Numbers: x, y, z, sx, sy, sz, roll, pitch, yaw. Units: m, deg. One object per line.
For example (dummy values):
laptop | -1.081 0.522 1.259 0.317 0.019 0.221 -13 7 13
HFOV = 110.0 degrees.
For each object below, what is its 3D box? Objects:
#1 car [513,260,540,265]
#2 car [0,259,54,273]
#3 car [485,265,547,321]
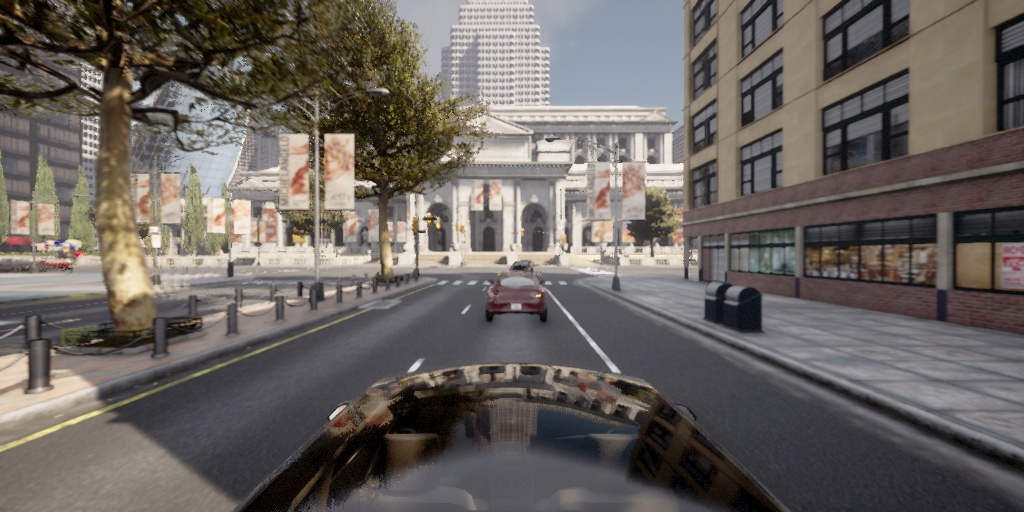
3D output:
car | 1.075 1.071 28.691 1.837 1.490 4.892 -1 1 12
car | -51.916 1.039 37.325 5.357 1.411 2.033 0 0 0
car | 0.158 1.205 12.034 1.812 1.442 4.674 0 0 1
